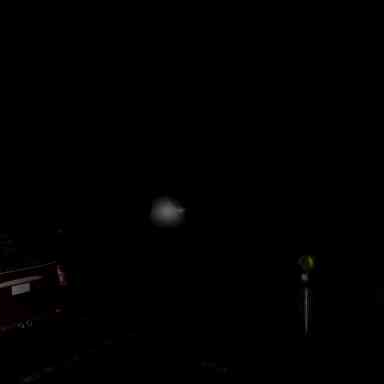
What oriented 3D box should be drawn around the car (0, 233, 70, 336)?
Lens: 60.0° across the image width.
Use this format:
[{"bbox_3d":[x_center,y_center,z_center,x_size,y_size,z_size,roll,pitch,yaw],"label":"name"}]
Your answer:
[{"bbox_3d":[-4.079,1.440,5.988,4.097,1.590,1.967,0,0,36],"label":"car"}]
